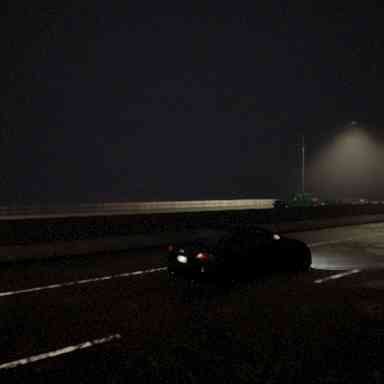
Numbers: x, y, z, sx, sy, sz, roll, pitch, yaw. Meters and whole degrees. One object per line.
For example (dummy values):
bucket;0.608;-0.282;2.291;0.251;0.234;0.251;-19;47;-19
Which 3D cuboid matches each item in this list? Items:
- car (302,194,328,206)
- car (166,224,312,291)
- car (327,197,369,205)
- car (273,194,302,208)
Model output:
car;14.508;1.329;36.161;4.553;1.767;2.097;0;0;-36
car;1.385;1.564;9.091;4.181;1.385;1.994;0;0;-36
car;16.006;1.466;32.926;4.902;1.511;2.128;0;0;-36
car;11.784;1.205;38.517;5.566;2.045;2.150;0;0;-36
